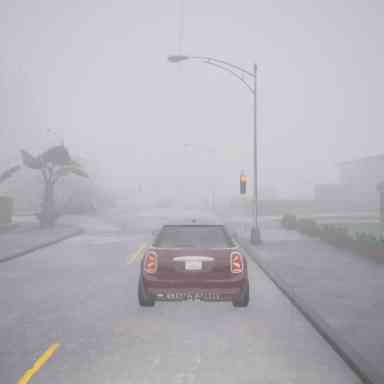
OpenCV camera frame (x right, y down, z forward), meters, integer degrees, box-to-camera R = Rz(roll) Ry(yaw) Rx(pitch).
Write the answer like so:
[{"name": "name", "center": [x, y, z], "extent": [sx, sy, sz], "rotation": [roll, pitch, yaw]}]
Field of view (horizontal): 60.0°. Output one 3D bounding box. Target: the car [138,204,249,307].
[{"name": "car", "center": [0.050, 1.352, 8.139], "extent": [2.097, 1.767, 4.553], "rotation": [0, 0, 1]}]

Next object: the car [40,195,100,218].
[{"name": "car", "center": [-10.688, 1.352, 29.899], "extent": [4.553, 1.767, 2.097], "rotation": [0, 0, -9]}]

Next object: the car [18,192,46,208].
[{"name": "car", "center": [-19.729, 0.985, 42.014], "extent": [1.905, 1.878, 3.866], "rotation": [0, 0, 35]}]

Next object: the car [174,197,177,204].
[{"name": "car", "center": [-3.991, 1.564, 64.094], "extent": [1.994, 1.385, 4.181], "rotation": [0, 0, 1]}]

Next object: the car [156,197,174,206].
[{"name": "car", "center": [-4.062, 1.547, 47.800], "extent": [2.033, 1.411, 5.357], "rotation": [0, 0, 0]}]
